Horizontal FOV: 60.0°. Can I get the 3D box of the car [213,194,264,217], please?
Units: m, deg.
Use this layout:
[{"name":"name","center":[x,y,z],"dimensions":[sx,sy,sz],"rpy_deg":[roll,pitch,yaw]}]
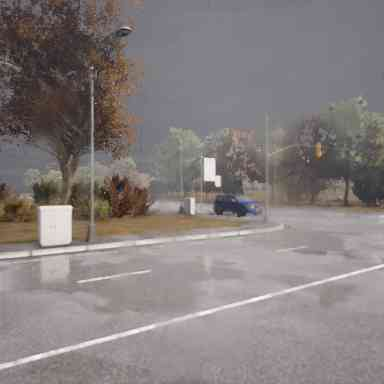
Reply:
[{"name":"car","center":[4.277,1.246,31.578],"dimensions":[2.150,2.045,5.566],"rpy_deg":[0,0,-32]}]
